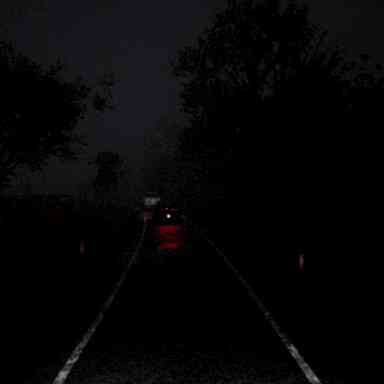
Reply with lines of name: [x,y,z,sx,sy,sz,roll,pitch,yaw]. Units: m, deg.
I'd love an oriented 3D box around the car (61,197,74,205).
car: [-28.435,2.048,75.868,2.231,1.521,4.892,-1,-1,-29]

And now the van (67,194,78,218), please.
van: [-11.344,1.221,28.647,1.878,1.987,4.442,2,-1,-13]

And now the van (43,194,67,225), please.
van: [-10.449,1.197,23.125,1.878,1.987,4.442,1,-1,-8]

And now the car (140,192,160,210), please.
car: [-5.105,1.042,40.699,2.150,2.045,5.566,0,0,-14]

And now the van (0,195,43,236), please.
van: [-9.744,1.183,17.578,1.878,1.987,4.442,1,-1,-7]

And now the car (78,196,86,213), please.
car: [-12.449,1.477,34.052,1.946,1.575,5.366,2,-1,-11]

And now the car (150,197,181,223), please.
car: [-1.877,1.348,24.293,1.837,1.490,4.892,0,0,-8]

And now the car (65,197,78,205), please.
car: [-25.469,1.945,70.280,2.097,1.535,5.008,-1,-1,-27]

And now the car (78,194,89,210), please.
car: [-15.292,1.335,45.030,2.435,2.045,5.566,2,-2,-17]

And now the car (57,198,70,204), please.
car: [-31.336,2.157,80.784,2.097,1.535,5.008,-1,-1,-31]
